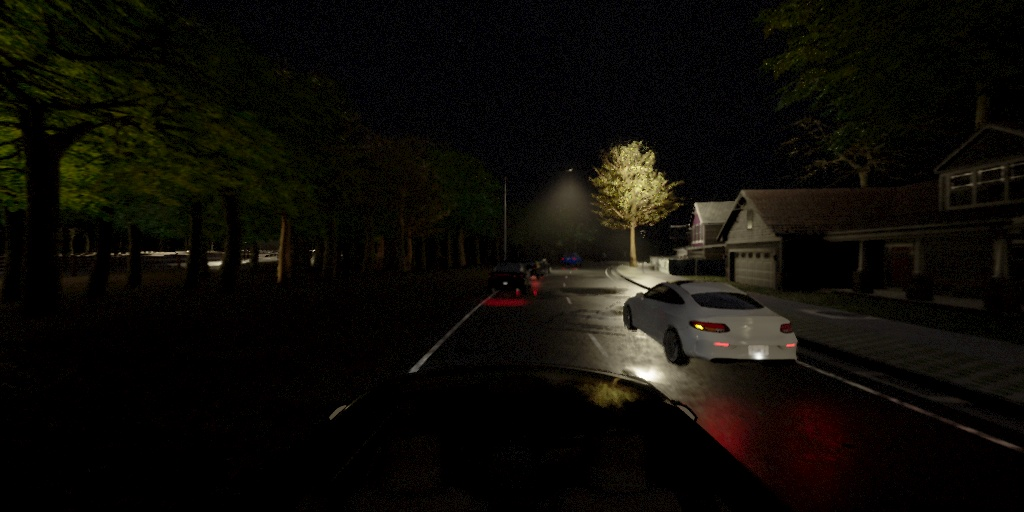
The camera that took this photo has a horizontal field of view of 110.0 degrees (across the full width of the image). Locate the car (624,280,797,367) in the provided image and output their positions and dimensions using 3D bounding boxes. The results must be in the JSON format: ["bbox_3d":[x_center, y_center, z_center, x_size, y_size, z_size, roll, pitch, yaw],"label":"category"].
[{"bbox_3d":[3.829,1.241,7.736,1.812,1.442,4.674,0,1,2],"label":"car"}]

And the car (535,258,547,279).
[{"bbox_3d":[1.436,1.026,28.656,1.812,1.442,4.674,0,1,10],"label":"car"}]

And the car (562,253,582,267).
[{"bbox_3d":[8.757,0.514,52.174,2.150,2.045,5.566,0,1,21],"label":"car"}]

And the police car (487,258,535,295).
[{"bbox_3d":[-0.018,1.017,18.920,1.930,1.638,5.238,0,1,7],"label":"police car"}]

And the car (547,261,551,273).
[{"bbox_3d":[2.619,0.952,34.510,1.837,1.490,4.892,0,1,13],"label":"car"}]
